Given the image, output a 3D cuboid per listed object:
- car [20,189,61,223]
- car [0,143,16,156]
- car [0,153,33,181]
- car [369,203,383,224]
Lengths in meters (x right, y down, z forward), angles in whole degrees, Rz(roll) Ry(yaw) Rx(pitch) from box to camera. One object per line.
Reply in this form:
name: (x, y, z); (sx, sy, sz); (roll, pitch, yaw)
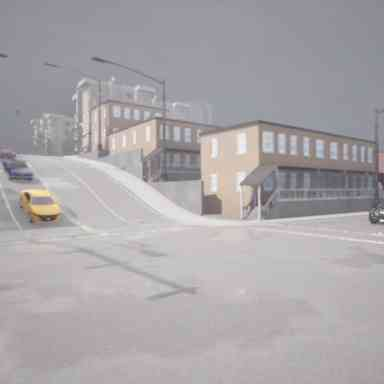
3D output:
car: (-10.507, 0.793, 23.013); (1.882, 1.535, 5.008); (0, 16, -37)
car: (-21.380, -4.642, 37.774); (2.097, 1.767, 4.553); (0, 9, -35)
car: (-15.653, -2.067, 29.902); (1.895, 1.301, 4.718); (0, 18, -36)
car: (13.956, 1.238, 22.538); (4.553, 1.767, 2.097); (0, 0, -35)
